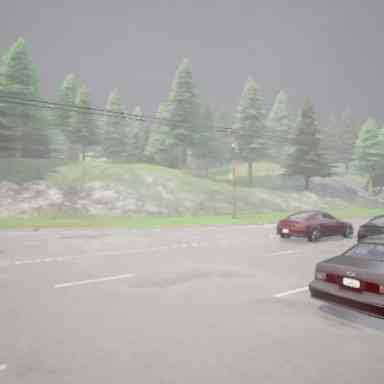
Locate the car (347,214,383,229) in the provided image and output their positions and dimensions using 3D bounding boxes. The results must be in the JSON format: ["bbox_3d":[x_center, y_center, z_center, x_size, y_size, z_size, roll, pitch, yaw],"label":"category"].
[{"bbox_3d":[9.002,1.664,14.458,4.674,1.442,1.812,0,0,-35],"label":"car"}]

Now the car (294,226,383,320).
[{"bbox_3d":[4.765,1.618,7.141,5.357,1.411,2.033,1,0,-35],"label":"car"}]

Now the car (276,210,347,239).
[{"bbox_3d":[6.218,1.656,16.772,4.674,1.442,1.812,0,0,-35],"label":"car"}]
